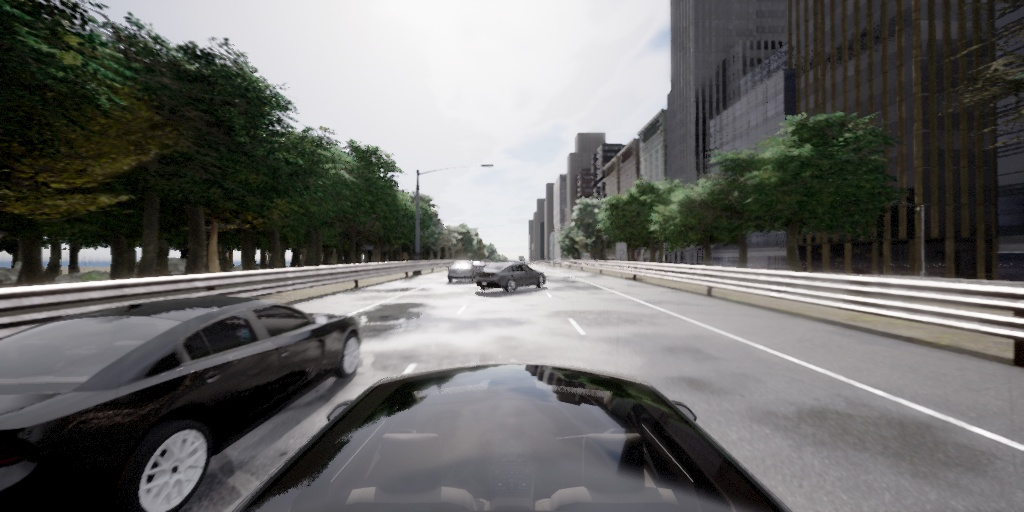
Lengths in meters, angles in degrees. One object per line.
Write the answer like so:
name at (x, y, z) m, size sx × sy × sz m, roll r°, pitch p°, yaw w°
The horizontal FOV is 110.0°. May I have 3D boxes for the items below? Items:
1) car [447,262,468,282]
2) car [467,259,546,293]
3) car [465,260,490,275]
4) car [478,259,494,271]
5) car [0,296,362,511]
car at (-3.494, 1.123, 26.184) m, size 2.033 × 1.411 × 5.357 m, roll 0°, pitch 0°, yaw 0°
car at (0.048, 1.098, 19.581) m, size 1.837 × 1.490 × 4.892 m, roll 2°, pitch 1°, yaw 36°
car at (-3.491, 1.149, 37.188) m, size 2.033 × 1.411 × 5.357 m, roll 0°, pitch 0°, yaw 0°
car at (-3.489, 1.127, 48.380) m, size 1.801 × 1.575 × 5.366 m, roll 0°, pitch 0°, yaw 0°
car at (-3.499, 1.198, 4.171) m, size 1.882 × 1.535 × 5.008 m, roll 0°, pitch 1°, yaw 0°
